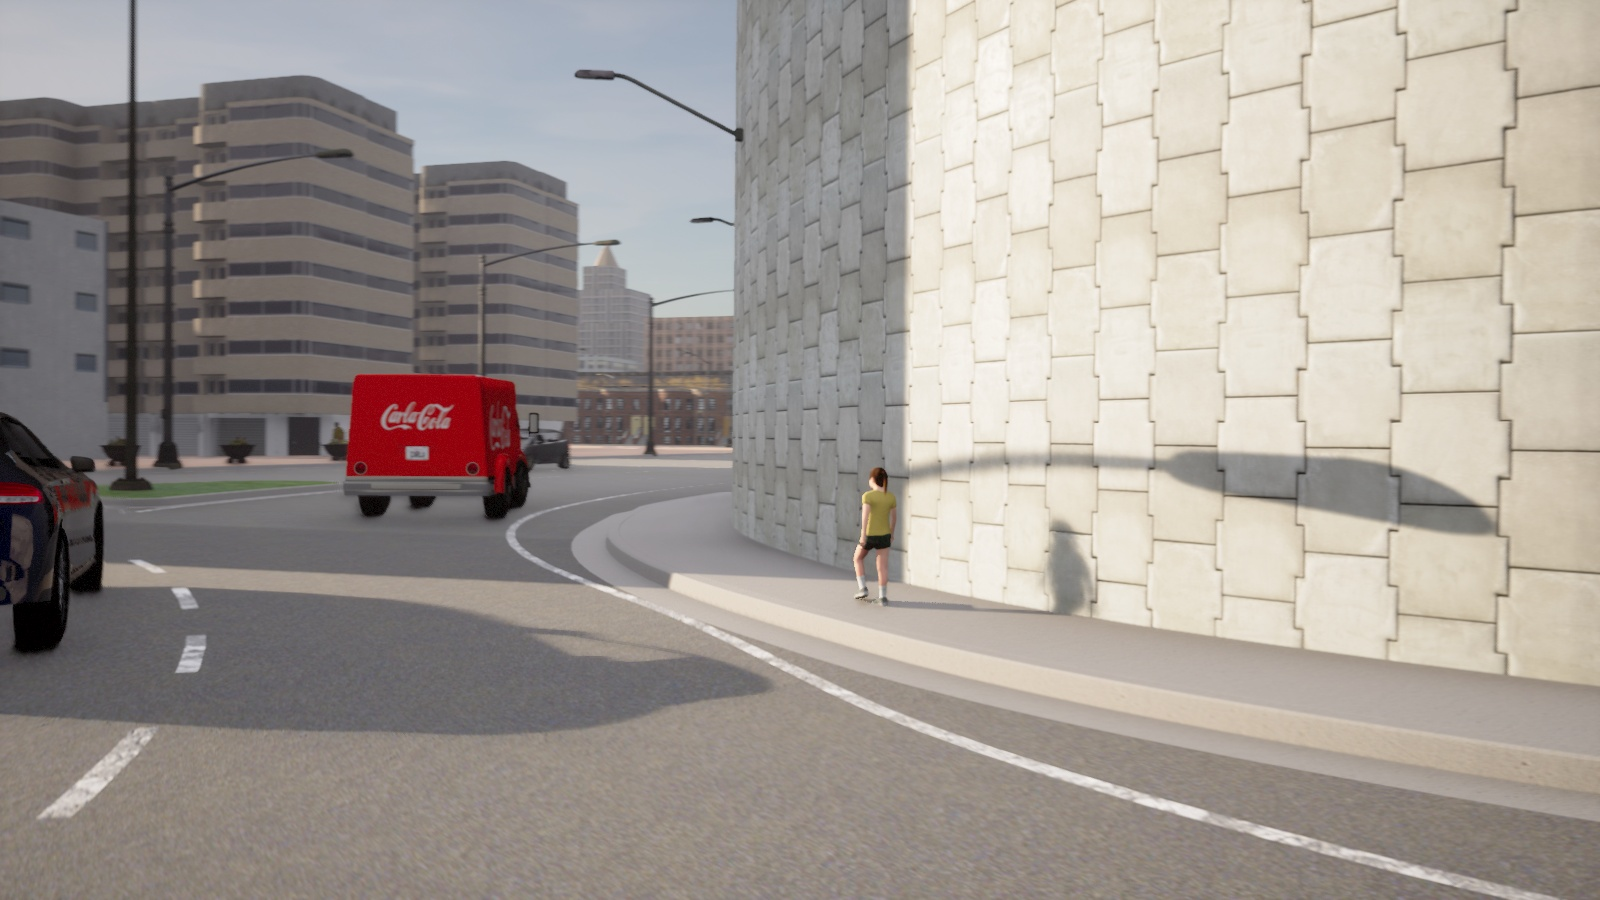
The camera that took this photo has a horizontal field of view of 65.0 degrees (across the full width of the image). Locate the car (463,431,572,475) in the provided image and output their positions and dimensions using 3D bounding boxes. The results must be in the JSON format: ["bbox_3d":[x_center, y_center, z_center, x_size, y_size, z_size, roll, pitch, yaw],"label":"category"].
[{"bbox_3d":[-11.280,0.098,50.478,2.242,1.667,4.611,0,1,18],"label":"car"}]

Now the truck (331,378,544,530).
[{"bbox_3d":[-6.487,0.036,23.243,2.627,2.467,5.204,-1,1,-3],"label":"truck"}]

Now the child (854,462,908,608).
[{"bbox_3d":[0.634,0.650,9.835,0.255,1.110,0.394,-1,1,-25],"label":"child"}]

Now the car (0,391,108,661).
[{"bbox_3d":[-6.689,0.458,9.595,2.152,1.651,5.027,-1,1,-26],"label":"car"}]

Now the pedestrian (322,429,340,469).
[{"bbox_3d":[-21.713,-0.062,58.144,0.370,1.835,0.726,0,1,20],"label":"pedestrian"}]
